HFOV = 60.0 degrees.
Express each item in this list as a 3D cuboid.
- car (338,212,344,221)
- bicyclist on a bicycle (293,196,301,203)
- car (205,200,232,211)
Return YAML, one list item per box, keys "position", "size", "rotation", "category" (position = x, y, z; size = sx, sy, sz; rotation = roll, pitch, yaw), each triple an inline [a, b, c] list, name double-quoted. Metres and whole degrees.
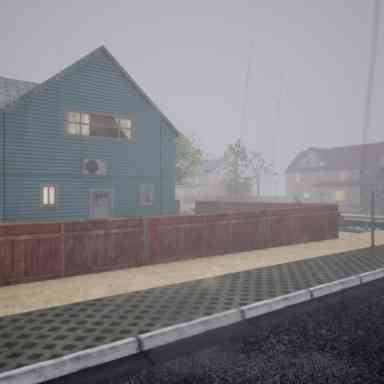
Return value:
- position: [8.200, 1.550, 23.625]
  size: [1.895, 1.301, 4.718]
  rotation: [0, 0, -36]
  category: "car"
- position: [9.873, 1.204, 31.351]
  size: [1.656, 1.620, 0.582]
  rotation: [-1, 1, -36]
  category: "bicyclist on a bicycle"
- position: [2.422, 1.467, 31.692]
  size: [1.994, 1.385, 4.181]
  rotation: [0, 0, -36]
  category: "car"
